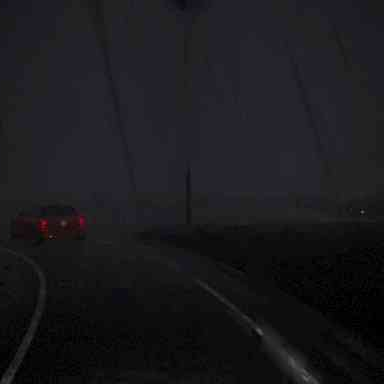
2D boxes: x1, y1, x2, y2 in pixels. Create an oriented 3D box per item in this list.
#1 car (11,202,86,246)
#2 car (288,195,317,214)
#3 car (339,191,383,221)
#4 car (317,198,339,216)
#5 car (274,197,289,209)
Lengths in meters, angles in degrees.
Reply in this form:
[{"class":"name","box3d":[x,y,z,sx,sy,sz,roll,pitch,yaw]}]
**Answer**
[{"class":"car","box3d":[-6.748,1.314,15.438,2.097,1.767,4.553,-1,1,-42]},{"class":"car","box3d":[12.153,1.224,30.936,5.357,1.411,2.033,-1,0,-9]},{"class":"car","box3d":[14.071,0.927,24.148,5.566,2.045,2.150,0,0,-9]},{"class":"car","box3d":[13.198,1.214,27.548,4.674,1.442,1.812,-1,0,-9]},{"class":"car","box3d":[11.783,1.125,37.956,4.902,1.511,2.128,-1,0,-9]}]
